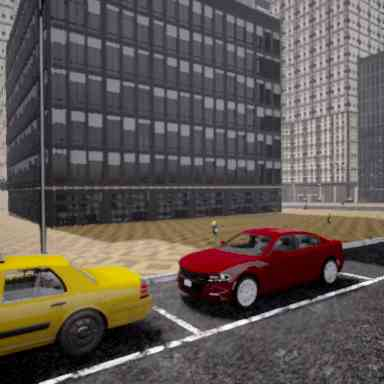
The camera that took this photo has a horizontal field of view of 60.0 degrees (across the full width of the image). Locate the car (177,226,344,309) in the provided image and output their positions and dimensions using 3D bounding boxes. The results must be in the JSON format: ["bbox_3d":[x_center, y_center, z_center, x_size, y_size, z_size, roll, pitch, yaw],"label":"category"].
[{"bbox_3d":[1.751,1.532,7.818,4.507,1.381,1.887,0,0,-35],"label":"car"}]

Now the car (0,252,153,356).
[{"bbox_3d":[-2.914,1.525,4.493,4.829,1.417,1.752,0,0,-35],"label":"car"}]
